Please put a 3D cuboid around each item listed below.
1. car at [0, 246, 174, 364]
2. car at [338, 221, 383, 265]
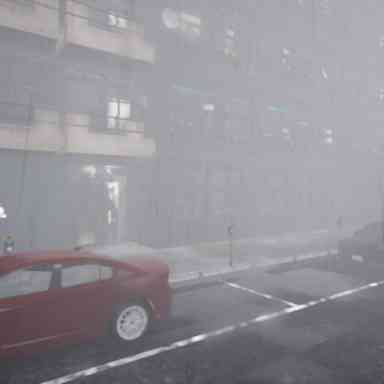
[{"bbox_3d":[-2.412,1.551,4.852,4.507,1.381,1.887,1,-1,-36],"label":"car"},{"bbox_3d":[6.840,1.678,11.459,4.313,1.339,1.947,1,-1,-36],"label":"car"}]
